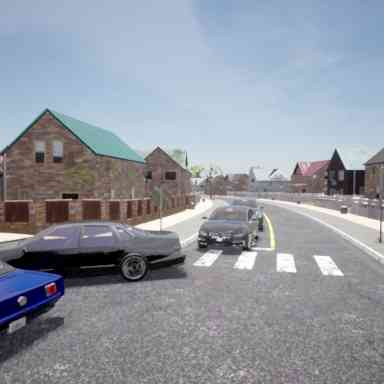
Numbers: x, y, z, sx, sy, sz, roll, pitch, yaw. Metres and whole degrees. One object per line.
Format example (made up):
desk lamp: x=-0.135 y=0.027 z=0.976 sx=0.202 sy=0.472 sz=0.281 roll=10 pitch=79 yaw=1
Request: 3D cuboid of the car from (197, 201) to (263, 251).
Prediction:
car: x=1.624 y=1.338 z=13.500 sx=1.837 sy=1.490 sz=4.892 roll=1 pitch=1 yaw=17

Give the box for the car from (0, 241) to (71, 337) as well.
car: x=-4.601 y=1.582 z=5.310 sx=4.718 sy=1.301 sz=1.895 roll=0 pitch=1 yaw=16

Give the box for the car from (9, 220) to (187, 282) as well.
car: x=-2.865 y=1.436 z=8.370 sx=5.357 sy=1.411 sz=2.033 roll=-1 pitch=1 yaw=-13

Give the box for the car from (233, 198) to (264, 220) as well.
car: x=3.048 y=1.143 z=19.225 sx=2.097 sy=1.767 sz=4.553 roll=1 pitch=1 yaw=11
